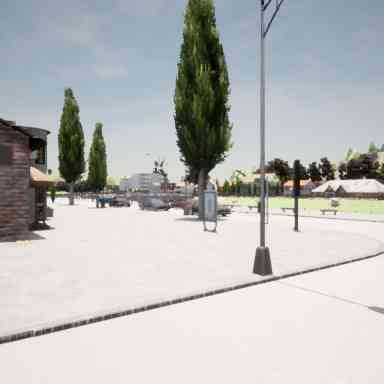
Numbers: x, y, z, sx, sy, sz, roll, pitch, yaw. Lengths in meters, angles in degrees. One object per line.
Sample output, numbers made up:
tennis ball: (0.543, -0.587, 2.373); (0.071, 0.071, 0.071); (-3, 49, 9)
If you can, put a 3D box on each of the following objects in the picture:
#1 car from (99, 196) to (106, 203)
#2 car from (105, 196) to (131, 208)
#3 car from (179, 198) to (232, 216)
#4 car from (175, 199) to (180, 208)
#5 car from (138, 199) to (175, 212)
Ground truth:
car: (-16.851, 1.478, 64.110); (1.882, 1.535, 5.008); (0, 0, -36)
car: (-10.423, 1.564, 48.020); (1.994, 1.385, 4.181); (0, 0, -35)
car: (1.360, 1.547, 31.560); (2.033, 1.411, 5.357); (0, 0, -36)
car: (-1.029, 1.525, 42.088); (1.812, 1.442, 4.674); (0, 0, -36)
car: (-4.576, 1.547, 39.829); (2.033, 1.411, 5.357); (0, 0, -36)
